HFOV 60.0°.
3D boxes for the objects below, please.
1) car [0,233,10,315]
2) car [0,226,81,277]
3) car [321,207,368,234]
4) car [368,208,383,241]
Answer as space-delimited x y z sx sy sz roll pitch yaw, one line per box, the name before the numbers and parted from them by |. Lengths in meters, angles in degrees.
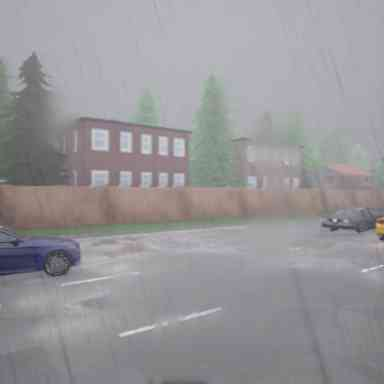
car | -5.271 1.503 4.284 4.892 1.490 1.837 0 0 -36
car | -5.296 1.527 8.551 4.674 1.442 1.812 0 0 -35
car | 9.705 1.574 19.272 5.357 1.411 2.033 0 0 -36
car | 10.590 1.502 15.604 5.008 1.535 1.882 0 0 -36
